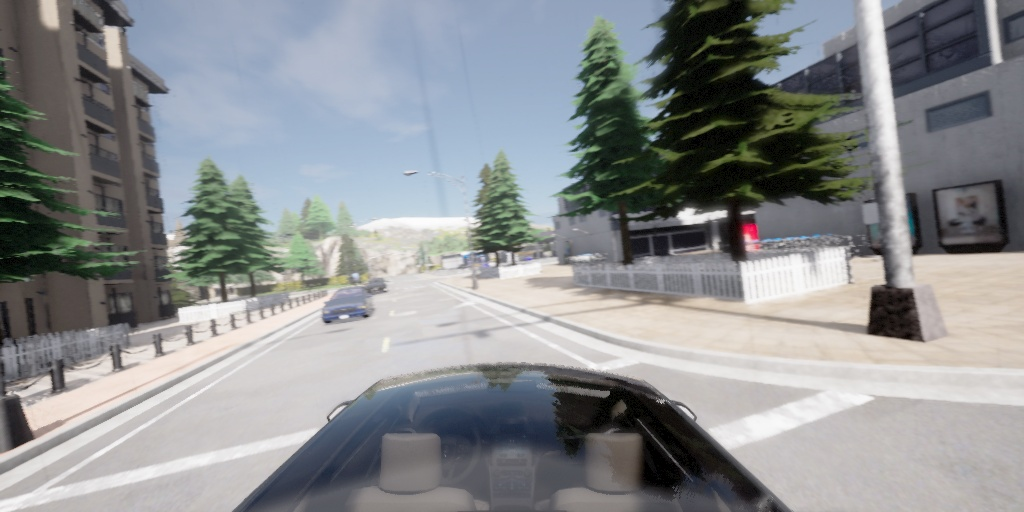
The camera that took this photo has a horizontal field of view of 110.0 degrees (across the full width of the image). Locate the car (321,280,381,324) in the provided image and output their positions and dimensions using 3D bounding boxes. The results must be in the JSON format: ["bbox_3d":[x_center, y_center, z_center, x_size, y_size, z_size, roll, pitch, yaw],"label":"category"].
[{"bbox_3d":[-7.774,2.228,17.369,2.033,1.411,5.357,-7,0,-17],"label":"car"}]

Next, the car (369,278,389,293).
[{"bbox_3d":[-13.015,2.882,34.621,1.837,1.490,4.892,-7,0,-17],"label":"car"}]
